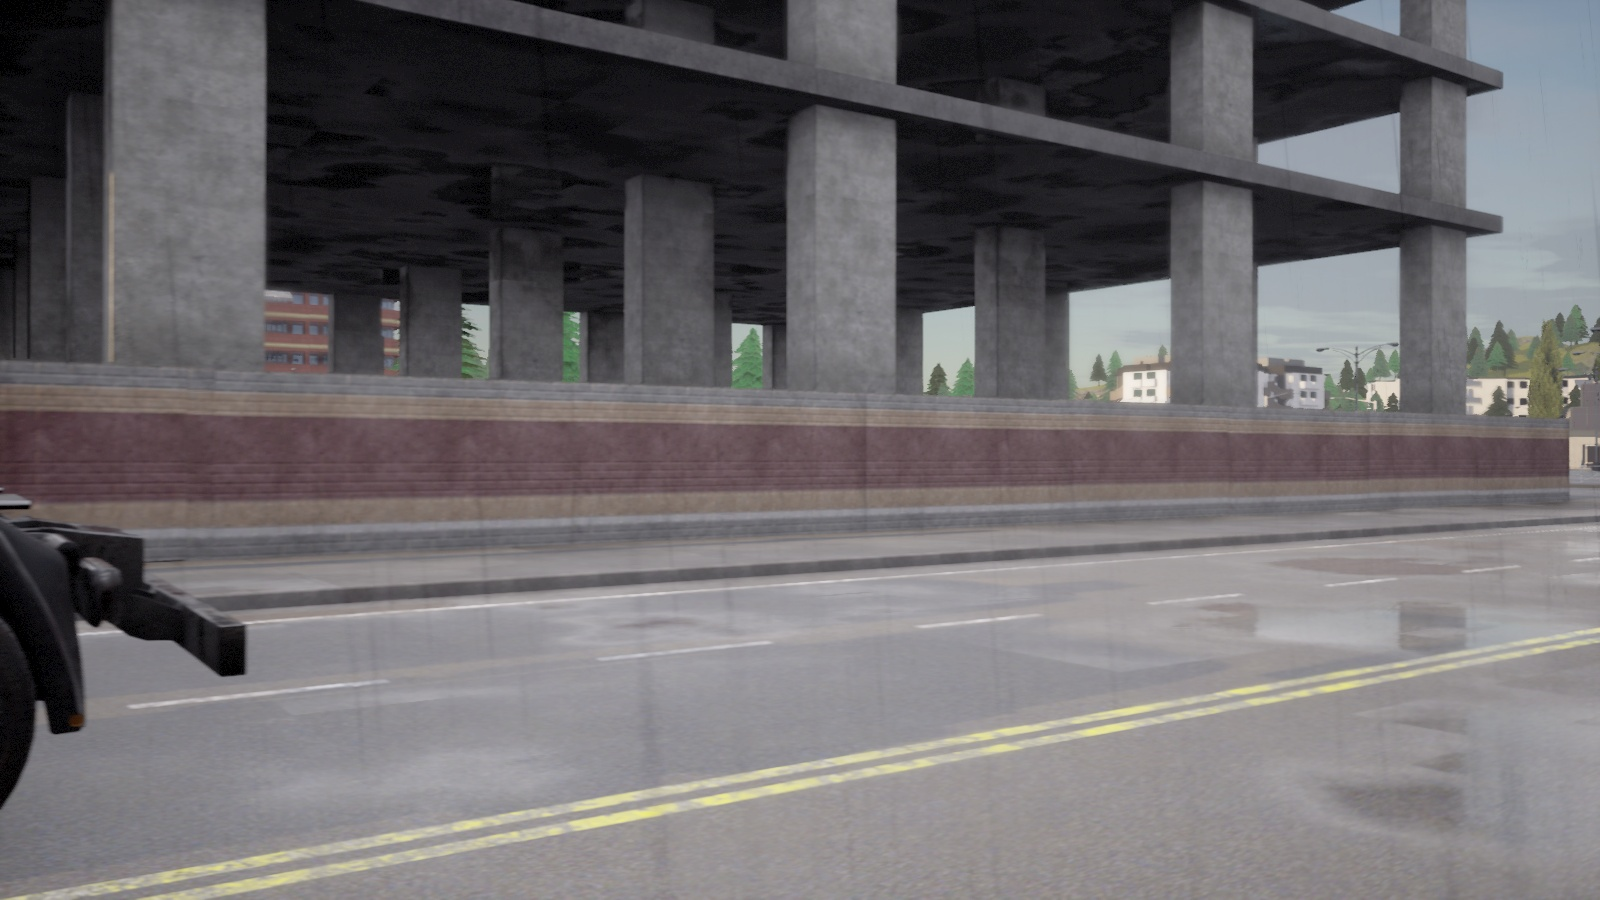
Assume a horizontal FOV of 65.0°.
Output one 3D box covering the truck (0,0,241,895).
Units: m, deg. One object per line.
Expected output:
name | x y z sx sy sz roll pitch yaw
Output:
truck | -6.180 -0.215 3.624 7.936 3.462 2.891 0 0 -35
